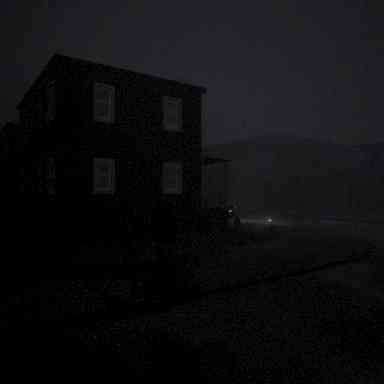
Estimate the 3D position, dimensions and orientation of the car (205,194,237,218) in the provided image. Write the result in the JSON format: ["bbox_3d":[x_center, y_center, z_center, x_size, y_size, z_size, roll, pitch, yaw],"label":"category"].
[{"bbox_3d":[1.575,1.221,29.786,2.150,2.045,5.566,0,0,-35],"label":"car"}]

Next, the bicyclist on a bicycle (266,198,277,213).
[{"bbox_3d":[8.322,1.348,34.790,1.656,1.620,0.582,0,0,-35],"label":"bicyclist on a bicycle"}]
